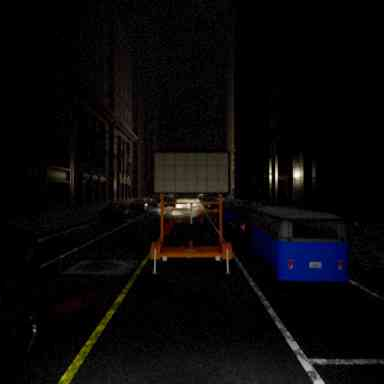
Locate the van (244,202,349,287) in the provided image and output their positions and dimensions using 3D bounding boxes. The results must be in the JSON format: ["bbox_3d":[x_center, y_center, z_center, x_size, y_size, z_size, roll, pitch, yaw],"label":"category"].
[{"bbox_3d":[2.661,1.334,9.021,1.690,1.788,3.998,1,0,0],"label":"van"}]

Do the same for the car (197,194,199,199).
[{"bbox_3d":[2.557,1.468,65.269,1.947,1.339,4.313,1,0,0],"label":"car"}]

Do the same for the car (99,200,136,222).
[{"bbox_3d":[-5.897,1.519,25.876,1.887,1.381,4.507,1,0,0],"label":"car"}]

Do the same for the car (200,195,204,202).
[{"bbox_3d":[2.588,1.483,48.394,1.887,1.381,4.507,1,0,0],"label":"car"}]

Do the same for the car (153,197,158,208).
[{"bbox_3d":[-5.937,1.464,48.203,1.752,1.417,4.829,1,0,0],"label":"car"}]

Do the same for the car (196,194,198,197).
[{"bbox_3d":[2.527,1.404,82.143,1.887,1.381,4.507,1,0,0],"label":"car"}]

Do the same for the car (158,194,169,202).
[{"bbox_3d":[-5.977,1.328,70.871,1.967,1.590,4.097,1,0,0],"label":"car"}]

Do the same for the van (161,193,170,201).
[{"bbox_3d":[-5.986,1.215,76.495,1.690,1.788,3.998,1,0,0],"label":"van"}]

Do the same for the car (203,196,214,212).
[{"bbox_3d":[2.608,1.508,37.145,2.008,1.369,4.403,1,0,0],"label":"car"}]

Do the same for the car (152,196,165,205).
[{"bbox_3d":[-5.958,1.497,59.622,1.802,1.307,4.206,1,0,0],"label":"car"}]

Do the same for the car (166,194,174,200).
[{"bbox_3d":[-6.018,1.270,93.369,1.967,1.590,4.097,1,0,0],"label":"car"}]

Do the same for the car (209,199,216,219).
[{"bbox_3d":[2.628,1.525,25.896,2.008,1.369,4.403,1,0,0],"label":"car"}]

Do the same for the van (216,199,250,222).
[{"bbox_3d":[2.641,1.322,20.271,1.690,1.788,3.998,1,0,0],"label":"van"}]

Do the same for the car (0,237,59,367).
[{"bbox_3d":[-3.105,1.545,3.169,2.033,1.411,5.357,0,0,0],"label":"car"}]

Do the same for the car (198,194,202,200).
[{"bbox_3d":[2.568,1.460,59.644,1.887,1.381,4.507,1,0,0],"label":"car"}]

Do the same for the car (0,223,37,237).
[{"bbox_3d":[-5.867,1.538,9.002,1.887,1.381,4.507,1,0,0],"label":"car"}]

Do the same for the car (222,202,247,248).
[{"bbox_3d":[2.650,1.428,14.646,1.967,1.590,4.097,1,0,0],"label":"car"}]

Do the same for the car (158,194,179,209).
[{"bbox_3d":[-3.180,1.421,45.376,1.882,1.535,5.008,0,0,0],"label":"car"}]

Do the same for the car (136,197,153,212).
[{"bbox_3d":[-5.917,1.508,37.124,2.008,1.369,4.403,1,0,0],"label":"car"}]

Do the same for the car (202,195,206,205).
[{"bbox_3d":[2.598,1.493,42.770,1.887,1.381,4.507,1,0,0],"label":"car"}]

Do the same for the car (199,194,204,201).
[{"bbox_3d":[2.578,1.472,54.019,1.887,1.381,4.507,1,0,0],"label":"car"}]

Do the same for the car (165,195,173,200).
[{"bbox_3d":[-6.009,1.411,87.745,1.947,1.339,4.313,1,0,0],"label":"car"}]

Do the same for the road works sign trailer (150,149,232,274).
[{"bbox_3d":[-0.019,0.456,10.475,2.380,3.560,2.880,0,0,0],"label":"road works sign trailer"}]
